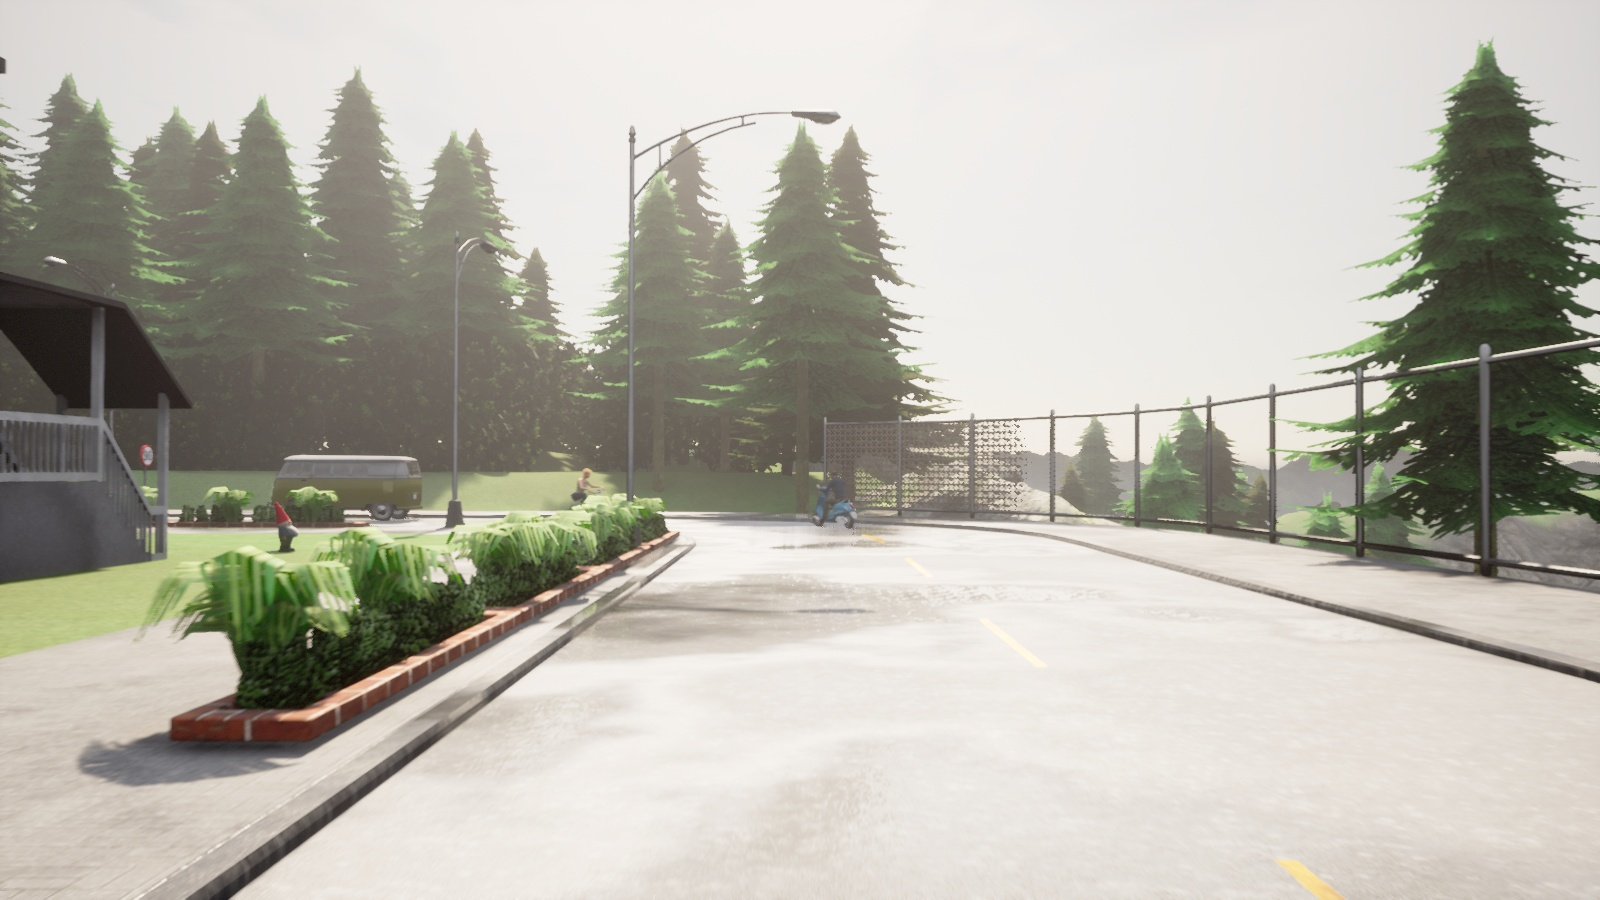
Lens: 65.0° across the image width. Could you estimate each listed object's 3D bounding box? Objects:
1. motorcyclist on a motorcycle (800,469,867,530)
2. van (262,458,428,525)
[{"bbox_3d":[0.910,1.346,34.641,0.866,1.590,1.817,-1,0,-38],"label":"motorcyclist on a motorcycle"},{"bbox_3d":[-13.879,1.267,38.446,4.442,1.987,1.775,0,-1,0],"label":"van"}]
